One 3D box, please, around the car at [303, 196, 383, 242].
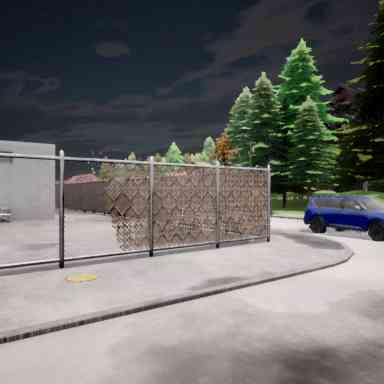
[{"bbox_3d":[8.353,1.221,17.001,2.150,2.045,5.566,0,0,-31],"label":"car"}]
